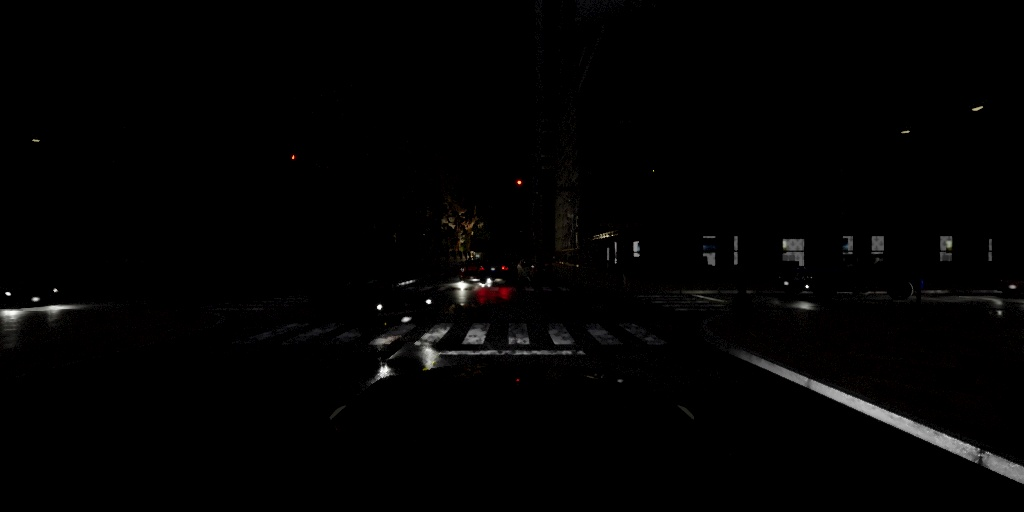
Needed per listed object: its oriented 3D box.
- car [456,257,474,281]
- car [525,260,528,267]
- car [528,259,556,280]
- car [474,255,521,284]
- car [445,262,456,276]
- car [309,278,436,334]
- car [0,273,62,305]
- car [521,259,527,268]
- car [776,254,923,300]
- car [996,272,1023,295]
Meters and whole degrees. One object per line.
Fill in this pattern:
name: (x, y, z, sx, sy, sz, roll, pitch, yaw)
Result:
car: (-3.119, 1.104, 29.998, 2.097, 1.767, 4.553, 0, 0, 0)
car: (2.667, 1.318, 36.507, 1.948, 1.339, 4.313, 0, 0, 0)
car: (2.671, 1.191, 30.826, 1.967, 1.591, 4.097, 0, 0, 0)
car: (-0.902, 0.973, 26.787, 2.150, 2.045, 5.566, 0, 0, 8)
car: (-5.714, 1.297, 36.499, 1.888, 1.381, 4.507, 0, 0, 0)
car: (-4.374, 1.353, 10.900, 4.718, 1.301, 1.895, 0, 0, 43)
car: (-21.727, 1.350, 14.422, 5.357, 1.411, 2.033, 0, 0, 1)
car: (2.652, 1.315, 59.232, 1.948, 1.339, 4.313, 0, 0, 0)
car: (15.702, 0.925, 16.863, 5.566, 2.045, 2.150, 0, 0, 1)
car: (25.777, 1.164, 16.656, 4.902, 1.511, 2.128, 0, 0, 1)
